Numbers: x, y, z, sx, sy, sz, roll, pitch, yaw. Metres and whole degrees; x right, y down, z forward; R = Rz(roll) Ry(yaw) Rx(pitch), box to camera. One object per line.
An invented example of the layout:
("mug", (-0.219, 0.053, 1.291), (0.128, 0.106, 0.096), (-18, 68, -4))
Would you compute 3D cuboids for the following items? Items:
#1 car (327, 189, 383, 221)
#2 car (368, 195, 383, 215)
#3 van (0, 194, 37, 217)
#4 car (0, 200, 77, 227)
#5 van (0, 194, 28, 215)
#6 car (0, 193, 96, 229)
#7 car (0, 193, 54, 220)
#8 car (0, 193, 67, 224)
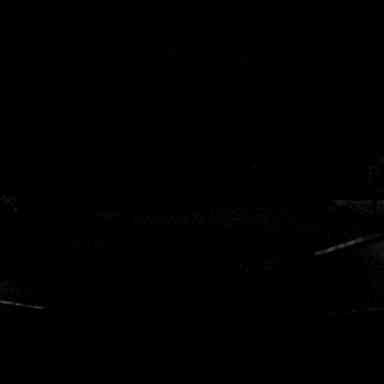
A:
("car", (11.852, 0.830, 21.716), (5.566, 2.045, 2.435), (-1, 0, 29))
("car", (16.615, 0.970, 25.526), (5.366, 1.575, 1.946), (-1, 0, 30))
("van", (-16.582, 1.156, 30.105), (1.878, 1.987, 4.442), (0, 0, 28))
("car", (-10.703, 1.402, 23.364), (2.163, 1.488, 4.792), (0, 0, 28))
("van", (-18.557, 1.159, 32.309), (1.878, 1.987, 4.442), (0, 0, 28))
("car", (-8.728, 1.118, 21.217), (2.435, 2.045, 5.566), (0, 0, 28))
("car", (-14.665, 1.128, 27.771), (2.435, 2.045, 5.566), (0, 0, 28))
("car", (-12.690, 1.124, 25.567), (2.435, 2.045, 5.566), (0, 0, 28))
